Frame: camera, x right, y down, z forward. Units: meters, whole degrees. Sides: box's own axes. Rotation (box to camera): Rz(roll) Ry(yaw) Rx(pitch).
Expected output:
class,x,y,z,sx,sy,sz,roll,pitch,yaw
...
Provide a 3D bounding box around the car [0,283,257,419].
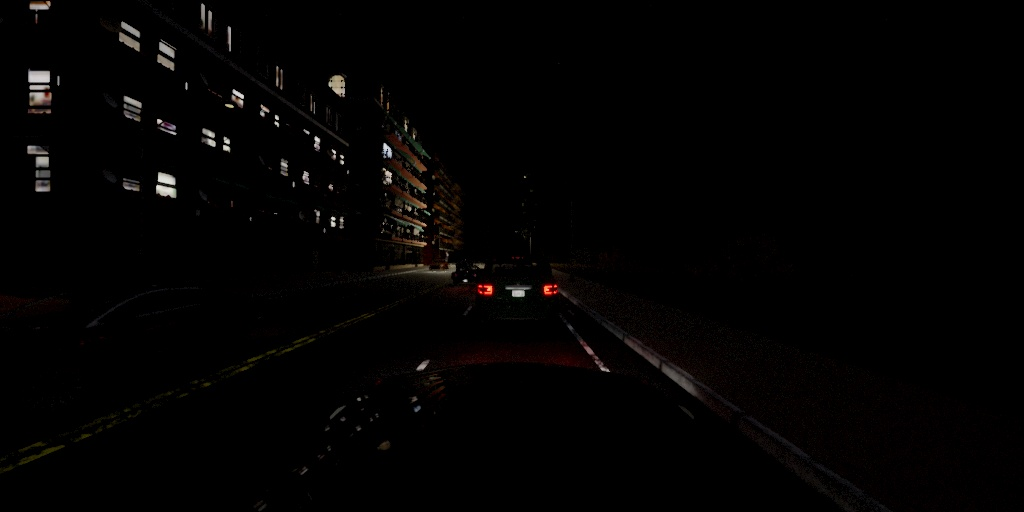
class,x,y,z,sx,sy,sz,roll,pitch,yaw
car,-6.597,1.242,5.938,2.128,1.511,4.902,0,0,0

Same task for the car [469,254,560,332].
class,x,y,z,sx,sy,sz,roll,pitch,yaw
car,0.111,0.973,11.076,2.150,2.045,5.566,0,0,-1

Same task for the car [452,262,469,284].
class,x,y,z,sx,sy,sz,roll,pitch,yaw
car,-3.132,1.354,26.449,1.895,1.301,4.718,0,0,0

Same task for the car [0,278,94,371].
class,x,y,z,sx,sy,sz,roll,pitch,yaw
car,-9.847,1.228,5.133,1.882,1.535,5.008,0,0,0

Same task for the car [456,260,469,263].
class,x,y,z,sx,sy,sz,roll,pitch,yaw
car,-6.562,1.229,49.023,1.882,1.535,5.008,0,0,0

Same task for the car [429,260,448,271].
class,x,y,z,sx,sy,sz,roll,pitch,yaw
car,-9.813,1.230,48.218,1.882,1.535,5.008,0,0,0
